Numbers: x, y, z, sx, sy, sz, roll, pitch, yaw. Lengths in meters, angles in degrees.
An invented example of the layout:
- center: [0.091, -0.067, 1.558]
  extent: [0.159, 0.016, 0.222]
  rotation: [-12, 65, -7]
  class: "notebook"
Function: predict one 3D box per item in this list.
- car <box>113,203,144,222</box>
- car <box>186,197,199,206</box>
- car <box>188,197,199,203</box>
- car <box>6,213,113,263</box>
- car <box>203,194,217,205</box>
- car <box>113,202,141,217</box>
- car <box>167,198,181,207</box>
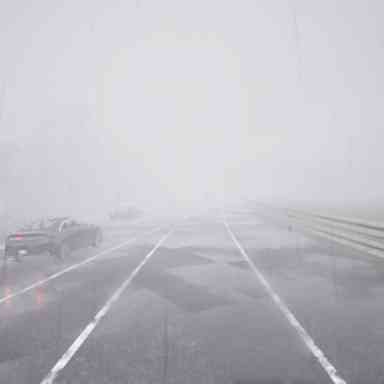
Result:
- center: [-6.151, 2.060, 31.846]
  extent: [1.895, 1.301, 4.718]
  rotation: [-3, 0, 9]
  class: "car"
- center: [0.071, 1.875, 66.106]
  extent: [1.812, 1.442, 4.674]
  rotation: [-3, 0, 12]
  class: "car"
- center: [0.488, 1.983, 84.699]
  extent: [1.812, 1.442, 4.674]
  rotation: [-3, 0, 13]
  class: "car"
- center: [-5.289, 1.779, 13.462]
  extent: [2.128, 1.511, 4.902]
  rotation: [-3, 0, 8]
  class: "car"
- center: [3.633, 1.372, 66.266]
  extent: [2.150, 2.045, 5.566]
  rotation: [-3, 0, 12]
  class: "car"
- center: [-8.039, 2.158, 41.771]
  extent: [1.812, 1.442, 4.674]
  rotation: [-3, 0, 10]
  class: "car"
- center: [-3.523, 2.028, 66.006]
  extent: [1.882, 1.535, 5.008]
  rotation: [-3, 0, 11]
  class: "car"
